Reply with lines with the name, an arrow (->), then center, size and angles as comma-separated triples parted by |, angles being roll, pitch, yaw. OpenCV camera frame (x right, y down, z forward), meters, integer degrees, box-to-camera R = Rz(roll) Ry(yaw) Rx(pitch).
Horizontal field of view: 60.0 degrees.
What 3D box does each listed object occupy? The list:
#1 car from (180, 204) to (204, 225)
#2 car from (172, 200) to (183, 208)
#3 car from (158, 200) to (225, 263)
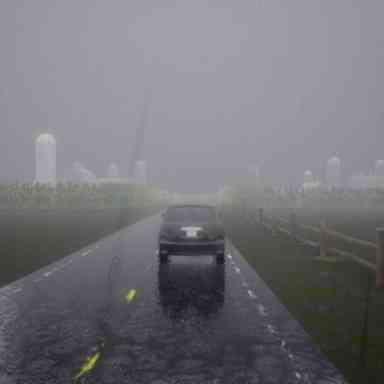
car -> 0.008, 1.820, 28.552 | 1.837, 1.490, 4.892 | 0, 0, 1
car -> -2.801, 2.267, 65.330 | 1.837, 1.490, 4.892 | 0, -1, 0
car -> 0.004, 1.359, 12.610 | 2.150, 2.045, 5.566 | 0, 0, 0
